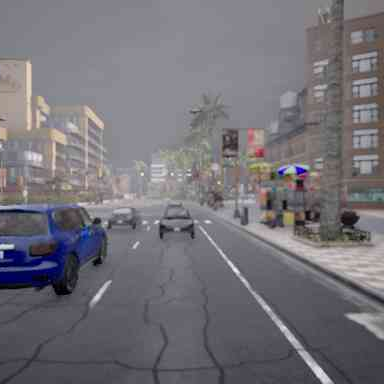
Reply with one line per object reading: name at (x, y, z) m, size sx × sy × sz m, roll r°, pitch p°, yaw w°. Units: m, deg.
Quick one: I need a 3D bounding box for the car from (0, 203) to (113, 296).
car at (-3.852, 1.310, 8.998) m, size 2.150 × 2.045 × 5.566 m, roll 0°, pitch 0°, yaw -3°

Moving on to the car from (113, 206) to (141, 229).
car at (-4.619, 1.719, 23.089) m, size 1.812 × 1.442 × 4.674 m, roll 0°, pitch 0°, yaw -3°

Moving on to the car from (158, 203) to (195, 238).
car at (-0.855, 1.628, 18.587) m, size 2.128 × 1.511 × 4.902 m, roll 0°, pitch 0°, yaw -3°

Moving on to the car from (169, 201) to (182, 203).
car at (-1.791, 1.753, 35.594) m, size 2.128 × 1.511 × 4.902 m, roll 0°, pitch 0°, yaw -3°
